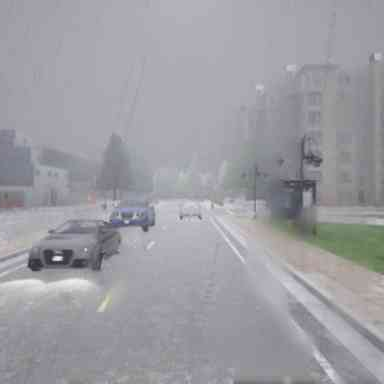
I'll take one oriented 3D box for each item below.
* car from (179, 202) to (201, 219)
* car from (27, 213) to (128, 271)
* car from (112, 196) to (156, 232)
[{"bbox_3d":[-0.218,1.650,30.385,1.812,1.442,4.674,0,0,-4],"label":"car"},{"bbox_3d":[-3.624,1.615,10.979,1.994,1.385,4.181,0,0,0],"label":"car"},{"bbox_3d":[-3.623,1.315,21.335,2.150,2.045,5.566,0,0,0],"label":"car"}]
